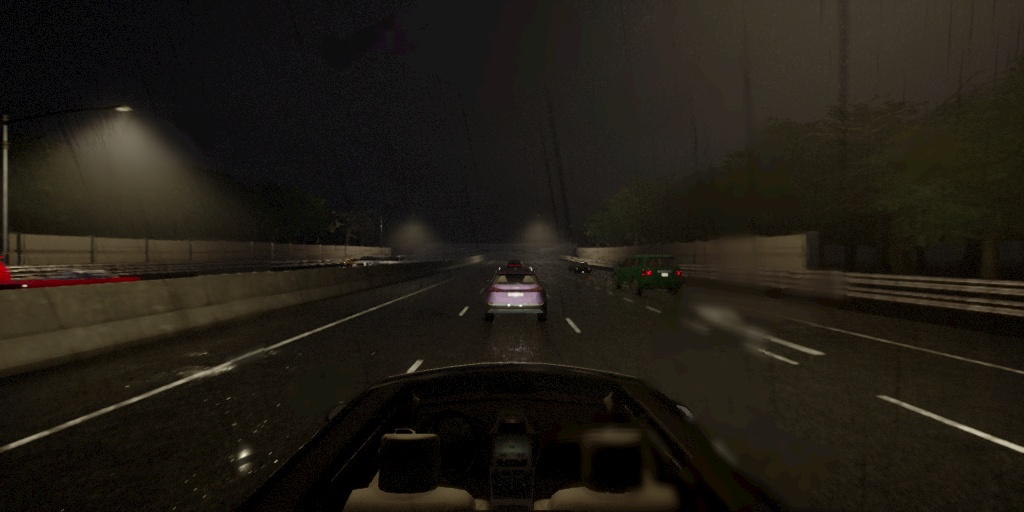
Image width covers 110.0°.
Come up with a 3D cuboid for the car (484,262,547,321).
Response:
[{"bbox_3d":[0.113,1.177,12.544,2.033,1.649,4.856,0,0,0],"label":"car"}]

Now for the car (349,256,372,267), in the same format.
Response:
[{"bbox_3d":[-17.399,0.953,44.080,2.150,2.045,5.566,0,0,1],"label":"car"}]

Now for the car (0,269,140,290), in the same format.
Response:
[{"bbox_3d":[-21.075,1.345,17.131,1.895,1.301,4.718,0,0,0],"label":"car"}]

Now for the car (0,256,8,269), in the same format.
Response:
[{"bbox_3d":[-24.581,0.965,14.459,2.150,2.045,5.566,0,0,0],"label":"car"}]

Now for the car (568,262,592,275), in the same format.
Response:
[{"bbox_3d":[7.237,1.343,38.674,1.895,1.301,4.718,0,0,0],"label":"car"}]

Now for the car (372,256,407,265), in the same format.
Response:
[{"bbox_3d":[-13.924,0.958,41.919,2.150,2.045,5.566,0,0,1],"label":"car"}]

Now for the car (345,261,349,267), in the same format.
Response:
[{"bbox_3d":[-24.241,1.116,56.010,1.882,1.535,5.008,0,1,1],"label":"car"}]

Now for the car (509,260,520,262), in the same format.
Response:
[{"bbox_3d":[0.275,1.237,43.392,1.837,1.490,4.892,0,0,0],"label":"car"}]

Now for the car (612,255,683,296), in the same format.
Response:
[{"bbox_3d":[7.131,0.968,19.385,2.150,2.045,5.566,0,0,0],"label":"car"}]
